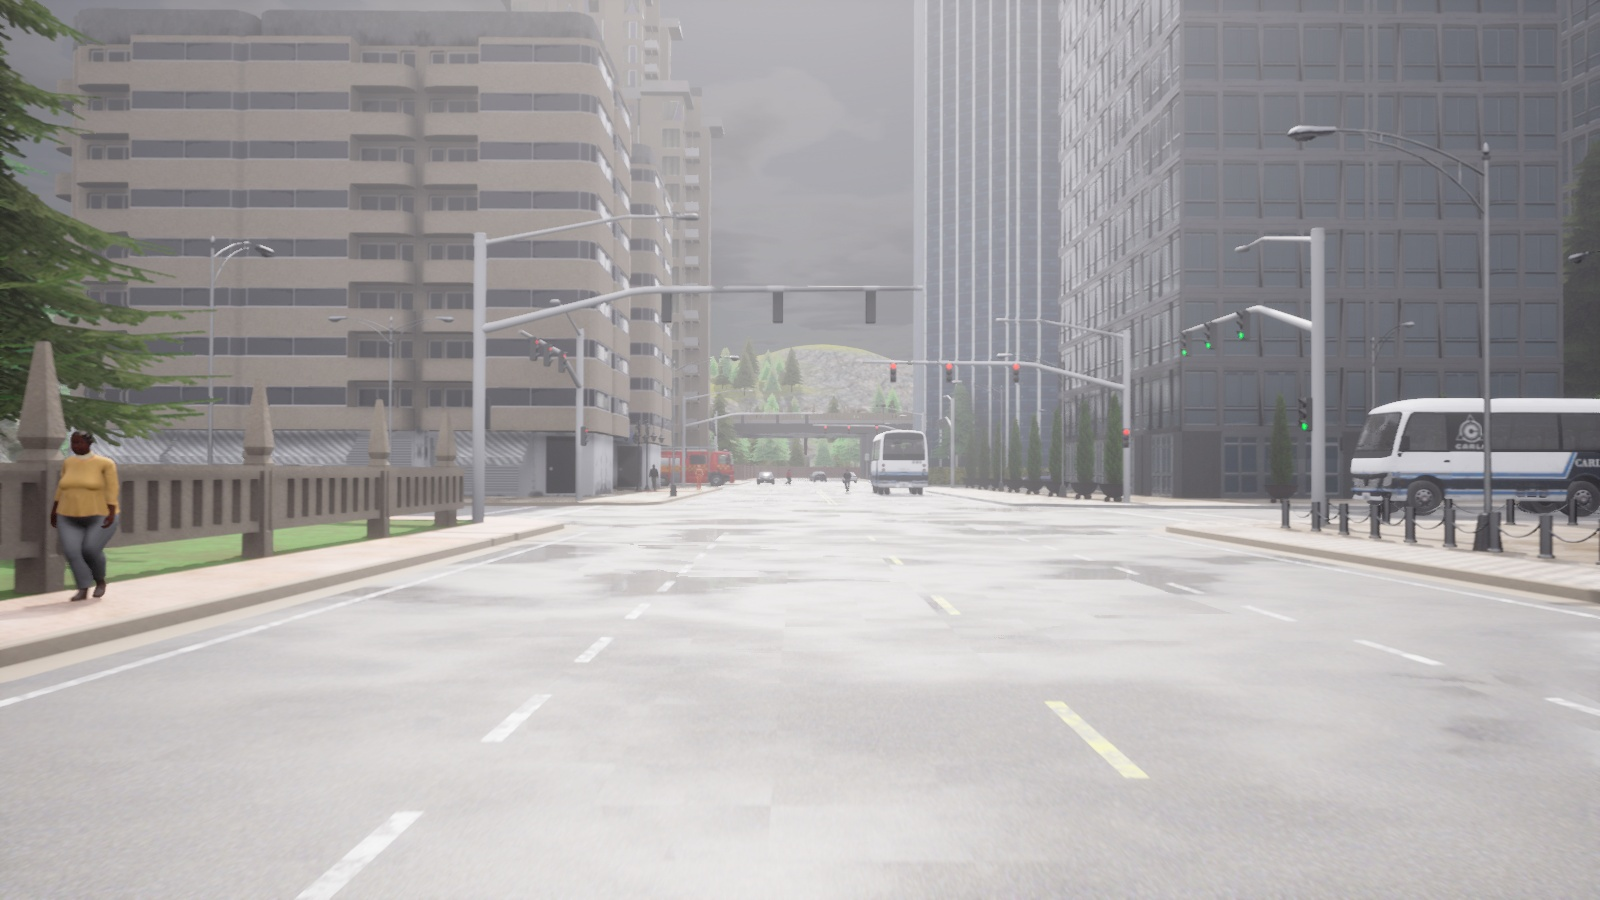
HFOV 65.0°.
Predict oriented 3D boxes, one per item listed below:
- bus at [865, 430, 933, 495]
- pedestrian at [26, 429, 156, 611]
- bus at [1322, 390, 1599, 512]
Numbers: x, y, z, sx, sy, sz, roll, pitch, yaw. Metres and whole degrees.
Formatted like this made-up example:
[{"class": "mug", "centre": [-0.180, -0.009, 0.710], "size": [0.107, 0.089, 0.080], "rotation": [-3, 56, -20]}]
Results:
[{"class": "bus", "centre": [6.785, 0.880, 87.740], "size": [3.944, 4.253, 10.273], "rotation": [0, -1, 0]}, {"class": "pedestrian", "centre": [-7.478, 0.726, 13.297], "size": [0.874, 1.855, 0.900], "rotation": [0, -1, -2]}, {"class": "bus", "centre": [25.115, 0.052, 45.989], "size": [10.273, 4.253, 3.944], "rotation": [0, -1, 0]}]
